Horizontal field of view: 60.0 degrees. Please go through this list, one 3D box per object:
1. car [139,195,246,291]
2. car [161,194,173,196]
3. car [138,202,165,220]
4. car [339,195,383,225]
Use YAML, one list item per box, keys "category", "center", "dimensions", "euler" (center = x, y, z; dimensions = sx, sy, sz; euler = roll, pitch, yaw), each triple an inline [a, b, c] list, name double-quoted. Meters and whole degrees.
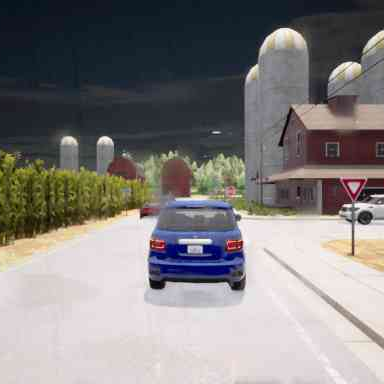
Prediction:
- category: "car"
  center: [0.217, 1.221, 9.220]
  dimensions: [2.150, 2.045, 5.566]
  euler: [0, 0, 3]
- category: "car"
  center: [-3.395, 1.327, 45.524]
  dimensions: [2.150, 2.045, 5.566]
  euler: [0, 0, 0]
- category: "car"
  center: [-3.457, 1.600, 29.073]
  dimensions: [1.895, 1.301, 4.718]
  euler: [0, 0, -2]
- category: "car"
  center: [13.312, 1.195, 23.262]
  dimensions: [5.566, 2.045, 2.150]
  euler: [0, 0, -1]
